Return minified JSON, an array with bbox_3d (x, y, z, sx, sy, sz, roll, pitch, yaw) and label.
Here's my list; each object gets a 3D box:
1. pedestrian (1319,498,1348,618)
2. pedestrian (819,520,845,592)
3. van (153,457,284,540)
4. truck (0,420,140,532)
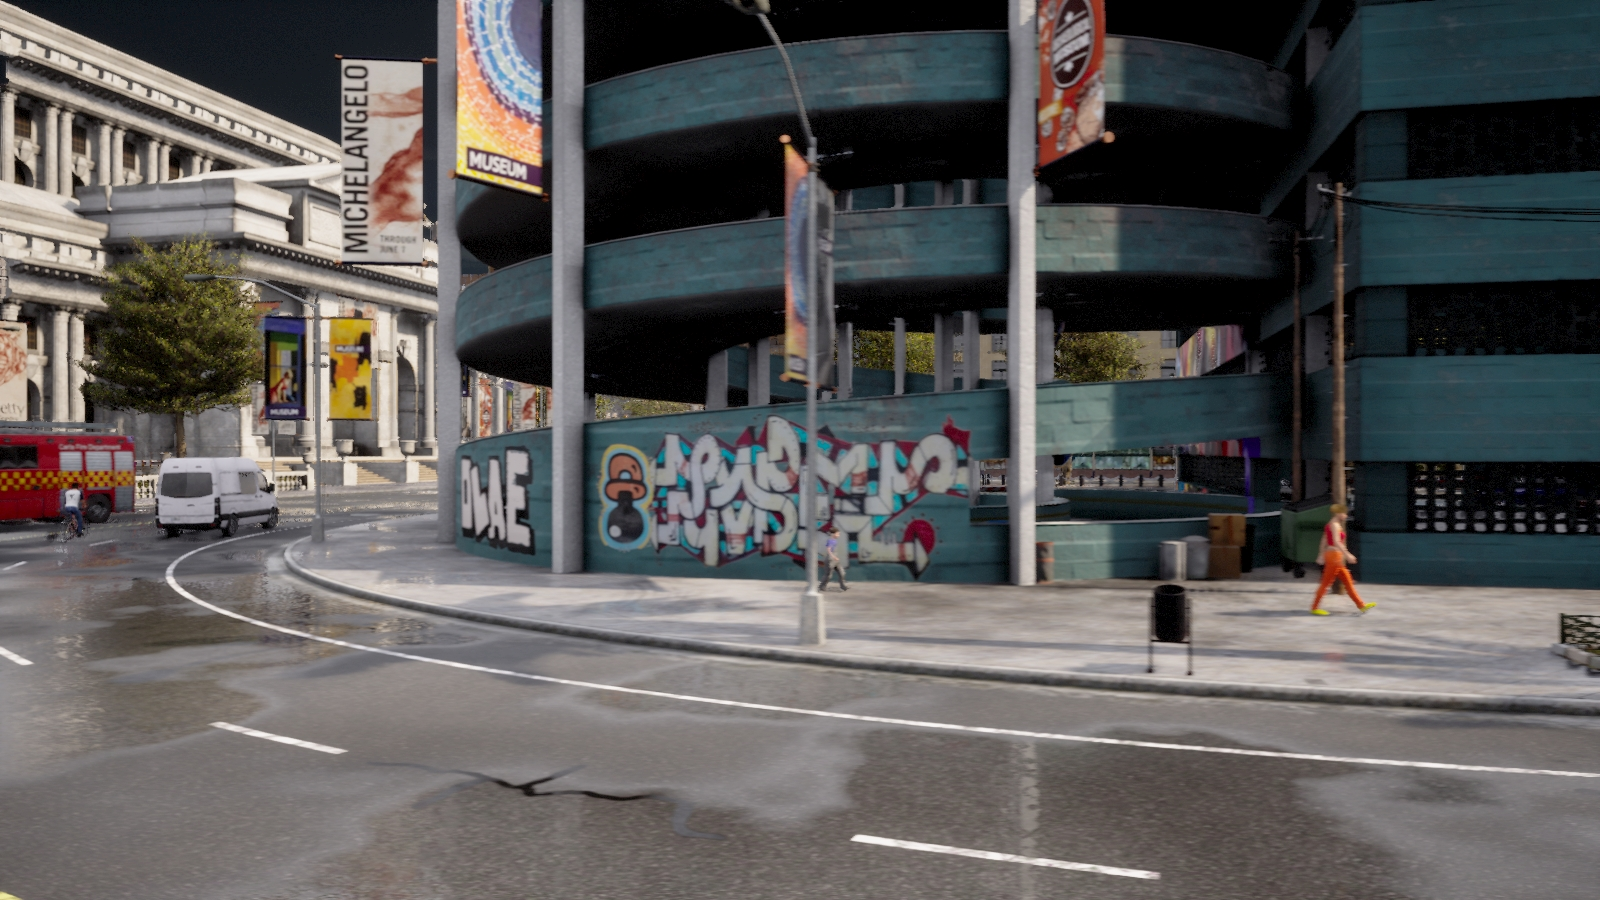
[{"bbox_3d":[8.483,1.701,18.183,0.375,1.860,0.375,0,0,18],"label":"pedestrian"},{"bbox_3d":[0.603,1.981,21.383,0.375,1.300,0.375,0,0,25],"label":"pedestrian"},{"bbox_3d":[-19.606,1.542,38.872,1.988,2.561,5.915,0,0,-6],"label":"van"},{"bbox_3d":[-28.332,0.898,41.027,2.891,3.827,8.468,0,0,15],"label":"truck"}]
